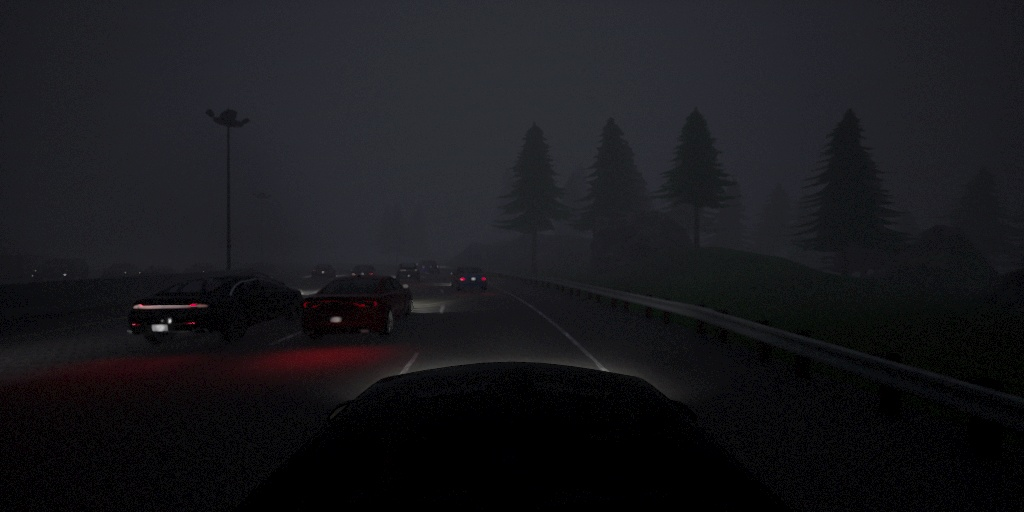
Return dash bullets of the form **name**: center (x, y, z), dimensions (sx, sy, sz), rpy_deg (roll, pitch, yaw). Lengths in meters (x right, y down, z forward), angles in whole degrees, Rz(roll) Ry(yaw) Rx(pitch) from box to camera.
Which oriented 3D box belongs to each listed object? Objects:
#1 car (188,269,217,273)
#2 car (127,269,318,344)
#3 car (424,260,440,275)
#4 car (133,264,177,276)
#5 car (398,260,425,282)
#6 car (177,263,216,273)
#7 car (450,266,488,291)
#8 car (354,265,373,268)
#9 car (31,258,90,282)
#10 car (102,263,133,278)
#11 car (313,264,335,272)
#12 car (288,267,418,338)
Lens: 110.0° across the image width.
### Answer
- **car**: center (-12.188, 1.404, 16.470), dimensions (1.994, 1.385, 4.181), rpy_deg (0, 0, -11)
- **car**: center (-7.629, 1.296, 9.915), dimensions (2.128, 1.511, 4.902), rpy_deg (0, 0, -6)
- **car**: center (-9.862, 1.239, 41.315), dimensions (2.097, 1.767, 4.553), rpy_deg (0, 0, -26)
- **car**: center (-34.059, 1.583, 34.524), dimensions (1.895, 1.301, 4.718), rpy_deg (0, 0, -31)
- **car**: center (-8.852, 1.349, 30.341), dimensions (2.128, 1.511, 4.902), rpy_deg (0, 0, -19)
- **car**: center (-30.506, 1.460, 35.219), dimensions (2.128, 1.511, 4.902), rpy_deg (0, 0, -30)
- **car**: center (-2.815, 1.360, 22.797), dimensions (2.033, 1.411, 5.357), rpy_deg (0, 0, -14)
- **car**: center (-12.014, 1.416, 29.079), dimensions (2.033, 1.411, 5.357), rpy_deg (0, 0, -20)
- **car**: center (-41.385, 1.234, 33.062), dimensions (2.150, 2.045, 5.566), rpy_deg (0, 0, -34)
- **car**: center (-39.238, 1.512, 36.043), dimensions (1.837, 1.490, 4.892), rpy_deg (0, 0, -35)
- **car**: center (-18.525, 1.477, 35.310), dimensions (1.994, 1.385, 4.181), rpy_deg (0, 0, -26)
- **car**: center (-4.177, 1.267, 10.420), dimensions (1.882, 1.535, 5.008), rpy_deg (0, 0, -6)
